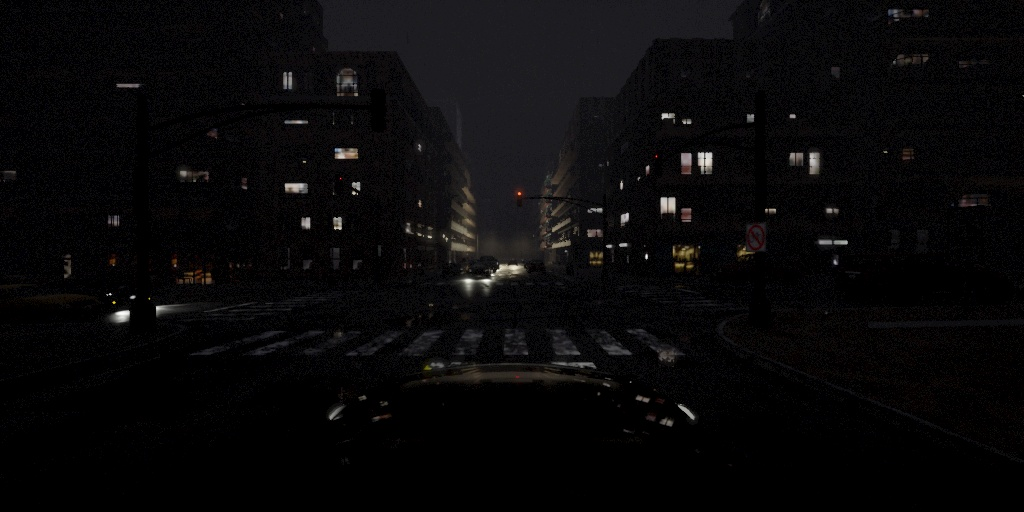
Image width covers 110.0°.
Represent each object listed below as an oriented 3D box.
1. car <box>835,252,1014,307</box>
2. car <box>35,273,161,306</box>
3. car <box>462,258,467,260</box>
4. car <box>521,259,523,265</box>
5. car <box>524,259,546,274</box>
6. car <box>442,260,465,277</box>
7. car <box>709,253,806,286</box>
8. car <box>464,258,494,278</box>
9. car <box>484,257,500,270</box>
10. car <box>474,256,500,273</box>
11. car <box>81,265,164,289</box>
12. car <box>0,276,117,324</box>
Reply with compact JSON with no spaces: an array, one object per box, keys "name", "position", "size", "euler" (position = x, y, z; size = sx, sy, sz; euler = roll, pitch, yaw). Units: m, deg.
[{"name":"car","position":[14.733,0.775,13.032],"size":[5.009,1.841,2.192],"euler":[0,0,0]},{"name":"car","position":[-18.295,1.628,15.400],"size":[4.181,1.385,1.994],"euler":[-1,0,0]},{"name":"car","position":[-5.612,1.283,40.630],"size":[1.751,1.417,4.829],"euler":[0,0,0]},{"name":"car","position":[2.803,1.348,57.832],"size":[1.802,1.307,4.207],"euler":[0,0,0]},{"name":"car","position":[2.769,1.198,40.785],"size":[1.967,1.591,4.097],"euler":[0,0,0]},{"name":"car","position":[-5.623,1.322,35.117],"size":[1.948,1.339,4.313],"euler":[0,0,0]},{"name":"car","position":[14.615,0.759,21.412],"size":[5.009,1.841,2.192],"euler":[0,0,0]},{"name":"car","position":[-3.036,1.233,34.102],"size":[1.882,1.535,5.008],"euler":[0,0,0]},{"name":"car","position":[-2.979,1.116,54.416],"size":[2.097,1.767,4.553],"euler":[0,0,0]},{"name":"car","position":[-3.014,0.981,44.083],"size":[2.150,2.045,5.566],"euler":[0,0,0]},{"name":"car","position":[-23.560,1.462,21.123],"size":[5.009,1.841,2.192],"euler":[0,0,0]},{"name":"car","position":[-17.608,1.585,12.815],"size":[4.829,1.417,1.751],"euler":[0,0,0]}]
